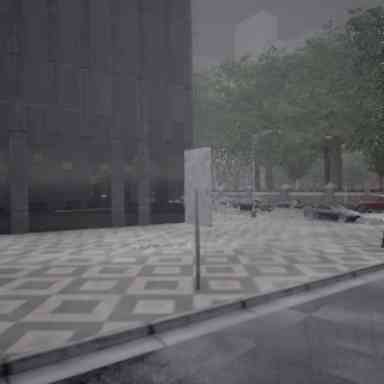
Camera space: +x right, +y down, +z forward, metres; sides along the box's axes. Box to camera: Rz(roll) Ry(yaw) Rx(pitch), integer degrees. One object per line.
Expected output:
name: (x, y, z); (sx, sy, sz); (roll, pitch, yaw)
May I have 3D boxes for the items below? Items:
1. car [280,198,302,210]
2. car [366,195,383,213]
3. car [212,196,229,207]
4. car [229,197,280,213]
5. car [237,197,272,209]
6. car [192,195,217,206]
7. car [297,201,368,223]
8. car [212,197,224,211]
car: (11.405, 1.409, 39.566); (1.947, 1.339, 4.313); (-1, 1, -35)
car: (17.688, 1.161, 30.644); (2.192, 1.841, 5.009); (-1, 1, -35)
car: (5.117, 1.392, 48.485); (2.008, 1.369, 4.403); (-1, 1, -35)
car: (6.682, 1.455, 36.264); (1.882, 1.535, 5.008); (-1, 1, -35)
car: (8.261, 1.393, 44.025); (2.008, 1.369, 4.403); (-1, 1, -35)
car: (1.971, 1.281, 52.944); (1.967, 1.590, 4.097); (-1, 1, -35)
car: (10.732, 1.589, 25.728); (1.947, 1.339, 4.313); (-1, 1, -35)
car: (1.299, 1.570, 39.108); (2.008, 1.369, 4.403); (-1, 1, -35)
